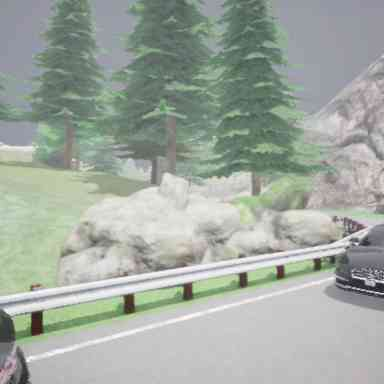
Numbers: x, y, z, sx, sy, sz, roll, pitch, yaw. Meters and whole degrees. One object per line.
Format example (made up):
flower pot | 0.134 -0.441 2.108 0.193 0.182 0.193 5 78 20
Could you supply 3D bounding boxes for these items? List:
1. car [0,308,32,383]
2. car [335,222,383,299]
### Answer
car | -3.452 1.492 1.528 4.902 1.511 2.128 0 0 -35
car | 5.207 1.500 8.019 4.892 1.490 1.837 0 0 -43
